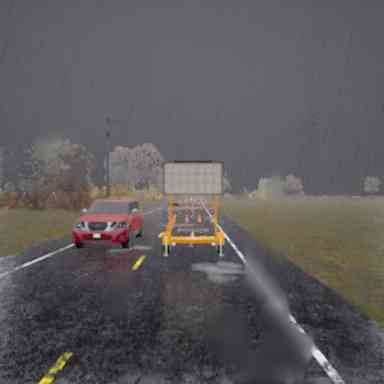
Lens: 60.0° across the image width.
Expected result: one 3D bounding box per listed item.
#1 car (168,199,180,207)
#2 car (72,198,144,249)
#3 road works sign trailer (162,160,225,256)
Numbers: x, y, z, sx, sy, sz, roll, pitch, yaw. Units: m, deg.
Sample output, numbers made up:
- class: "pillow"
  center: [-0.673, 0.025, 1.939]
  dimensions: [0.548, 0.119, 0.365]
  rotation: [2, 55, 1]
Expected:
- class: "car"
  center: [-3.173, 1.880, 57.975]
  dimensions: [1.895, 1.301, 4.718]
  rotation: [0, 0, 1]
- class: "car"
  center: [-3.561, 1.292, 15.237]
  dimensions: [2.150, 2.045, 5.566]
  rotation: [0, 0, 0]
- class: "road works sign trailer"
  center: [0.046, 0.527, 13.432]
  dimensions: [2.380, 3.560, 2.880]
  rotation: [0, 0, -1]
